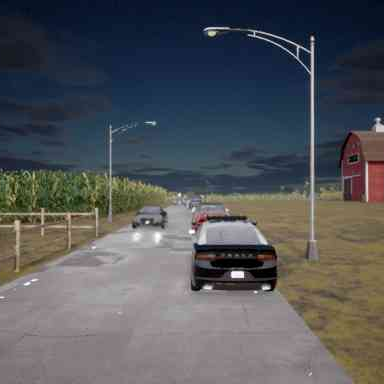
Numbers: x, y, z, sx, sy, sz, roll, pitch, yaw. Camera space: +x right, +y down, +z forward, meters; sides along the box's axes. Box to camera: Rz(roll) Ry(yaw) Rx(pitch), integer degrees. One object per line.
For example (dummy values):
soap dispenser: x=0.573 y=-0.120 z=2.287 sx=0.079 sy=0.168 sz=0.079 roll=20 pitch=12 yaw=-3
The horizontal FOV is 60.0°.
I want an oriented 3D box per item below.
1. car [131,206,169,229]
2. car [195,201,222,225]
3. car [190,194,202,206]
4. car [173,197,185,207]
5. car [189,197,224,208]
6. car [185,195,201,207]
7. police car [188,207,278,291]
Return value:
car: x=-2.598 y=1.583 z=21.428 sx=1.994 sy=1.385 sz=4.181 roll=0 pitch=0 yaw=1
car: x=1.119 y=1.529 z=25.046 sx=1.837 sy=1.490 sz=4.892 roll=0 pitch=0 yaw=1
car: x=0.716 y=1.486 z=60.644 sx=2.150 sy=2.045 sz=5.566 roll=0 pitch=-1 yaw=1
car: x=-2.085 y=1.561 z=56.219 sx=2.097 sy=1.767 sz=4.553 roll=0 pitch=-1 yaw=1
car: x=1.047 y=1.367 z=19.014 sx=2.097 sy=1.767 sz=4.553 roll=0 pitch=0 yaw=1
car: x=0.559 y=1.601 z=46.486 sx=2.128 sy=1.511 sz=4.902 roll=0 pitch=0 yaw=1
police car: x=0.931 y=1.431 z=9.153 sx=1.930 sy=1.638 sz=5.238 roll=0 pitch=0 yaw=1
